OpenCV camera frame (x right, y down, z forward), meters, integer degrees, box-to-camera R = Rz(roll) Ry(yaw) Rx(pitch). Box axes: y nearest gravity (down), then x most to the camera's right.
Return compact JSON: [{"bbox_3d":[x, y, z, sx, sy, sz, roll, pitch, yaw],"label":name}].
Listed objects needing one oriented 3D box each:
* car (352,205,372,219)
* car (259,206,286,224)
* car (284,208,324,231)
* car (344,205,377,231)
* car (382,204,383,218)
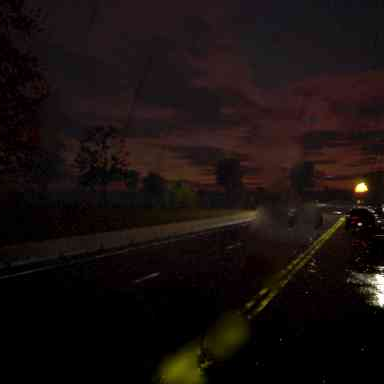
[{"bbox_3d":[19.715,2.238,38.634,1.994,1.385,4.181,1,-1,27],"label":"car"},{"bbox_3d":[7.522,1.960,29.554,2.033,1.411,5.357,1,-1,28],"label":"car"},{"bbox_3d":[8.294,1.934,24.046,1.994,1.385,4.181,1,-1,28],"label":"car"},{"bbox_3d":[12.348,1.937,24.422,1.837,1.490,4.892,1,-1,27],"label":"car"},{"bbox_3d":[21.657,1.896,35.311,2.150,2.045,5.566,1,0,27],"label":"car"}]
